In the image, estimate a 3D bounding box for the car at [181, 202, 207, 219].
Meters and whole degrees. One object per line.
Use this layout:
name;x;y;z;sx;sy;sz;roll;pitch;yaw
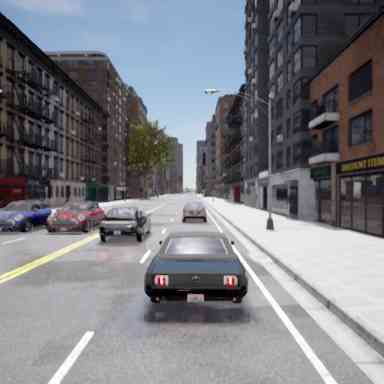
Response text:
car;0.164;1.509;25.863;2.033;1.411;5.357;0;0;-1

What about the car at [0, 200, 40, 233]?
car;-9.810;1.321;19.220;2.097;1.767;4.553;0;0;0

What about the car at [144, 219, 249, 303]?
car;0.111;1.586;8.101;1.895;1.301;4.718;0;0;1

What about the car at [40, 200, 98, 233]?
car;-6.560;1.321;19.216;2.097;1.767;4.553;0;0;0

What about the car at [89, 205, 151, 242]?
car;-3.109;1.465;16.151;2.128;1.511;4.902;0;0;-1
